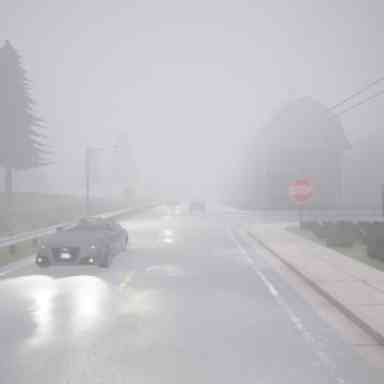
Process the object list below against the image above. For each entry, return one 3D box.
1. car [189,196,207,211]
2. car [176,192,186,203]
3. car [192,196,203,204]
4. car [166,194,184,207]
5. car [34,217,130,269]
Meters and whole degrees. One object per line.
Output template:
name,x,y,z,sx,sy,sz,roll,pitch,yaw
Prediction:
car,0.670,1.469,39.228,1.812,1.442,4.674,0,0,1
car,-2.495,1.115,67.722,2.150,2.045,5.566,0,0,1
car,0.973,1.439,59.990,1.812,1.442,4.674,0,0,1
car,-2.829,1.465,50.422,2.033,1.411,5.357,0,0,1
car,-3.383,1.539,11.000,1.994,1.385,4.181,0,0,1
